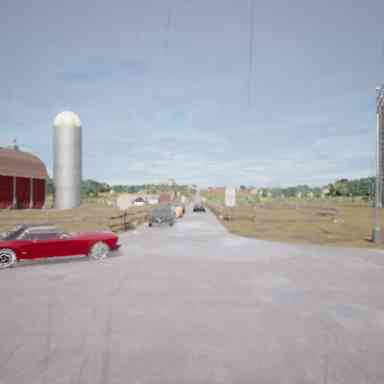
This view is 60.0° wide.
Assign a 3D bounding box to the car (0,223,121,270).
[{"bbox_3d":[-4.964,1.752,11.678,4.718,1.301,1.895,0,0,-26],"label":"car"}]

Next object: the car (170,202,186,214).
[{"bbox_3d":[-1.918,2.179,46.362,1.882,1.535,5.008,0,-1,1],"label":"car"}]

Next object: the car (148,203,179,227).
[{"bbox_3d":[-2.306,1.883,26.527,1.837,1.490,4.892,0,-1,1],"label":"car"}]

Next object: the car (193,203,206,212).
[{"bbox_3d":[1.116,2.353,51.920,2.033,1.411,5.357,0,-1,1],"label":"car"}]

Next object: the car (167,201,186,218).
[{"bbox_3d":[-2.115,1.875,36.225,2.097,1.767,4.553,0,-1,1],"label":"car"}]
